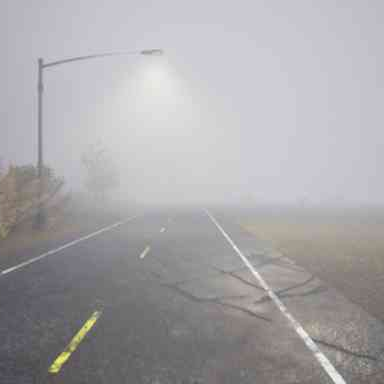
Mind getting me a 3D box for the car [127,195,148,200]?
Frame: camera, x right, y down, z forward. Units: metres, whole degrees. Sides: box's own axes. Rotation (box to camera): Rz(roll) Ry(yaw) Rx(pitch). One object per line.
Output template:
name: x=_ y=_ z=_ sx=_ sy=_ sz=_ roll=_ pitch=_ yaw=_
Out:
car: x=-14.739 y=1.489 z=89.991 sx=5.357 sy=1.411 sz=2.033 roll=0 pitch=0 yaw=-2
